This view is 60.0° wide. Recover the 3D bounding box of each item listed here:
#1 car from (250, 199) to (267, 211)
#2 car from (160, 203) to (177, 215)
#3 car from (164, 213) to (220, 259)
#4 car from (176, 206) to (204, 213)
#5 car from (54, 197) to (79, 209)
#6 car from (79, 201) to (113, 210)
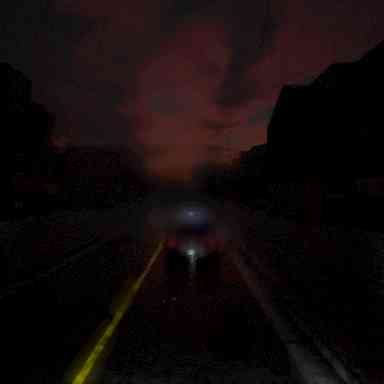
[{"bbox_3d":[11.749,1.984,52.119,5.009,1.841,2.192,0,-1,0],"label":"car"},{"bbox_3d":[-2.731,1.987,40.522,2.033,1.411,5.357,0,-1,0],"label":"car"},{"bbox_3d":[0.030,1.742,13.244,1.895,1.301,4.718,0,-1,1],"label":"car"},{"bbox_3d":[0.030,1.843,27.521,2.033,1.411,5.357,0,-1,0],"label":"car"},{"bbox_3d":[-20.093,1.752,52.087,5.009,1.841,2.192,0,-1,0],"label":"car"},{"bbox_3d":[-14.661,2.020,52.088,4.507,1.381,1.887,0,-1,0],"label":"car"}]
